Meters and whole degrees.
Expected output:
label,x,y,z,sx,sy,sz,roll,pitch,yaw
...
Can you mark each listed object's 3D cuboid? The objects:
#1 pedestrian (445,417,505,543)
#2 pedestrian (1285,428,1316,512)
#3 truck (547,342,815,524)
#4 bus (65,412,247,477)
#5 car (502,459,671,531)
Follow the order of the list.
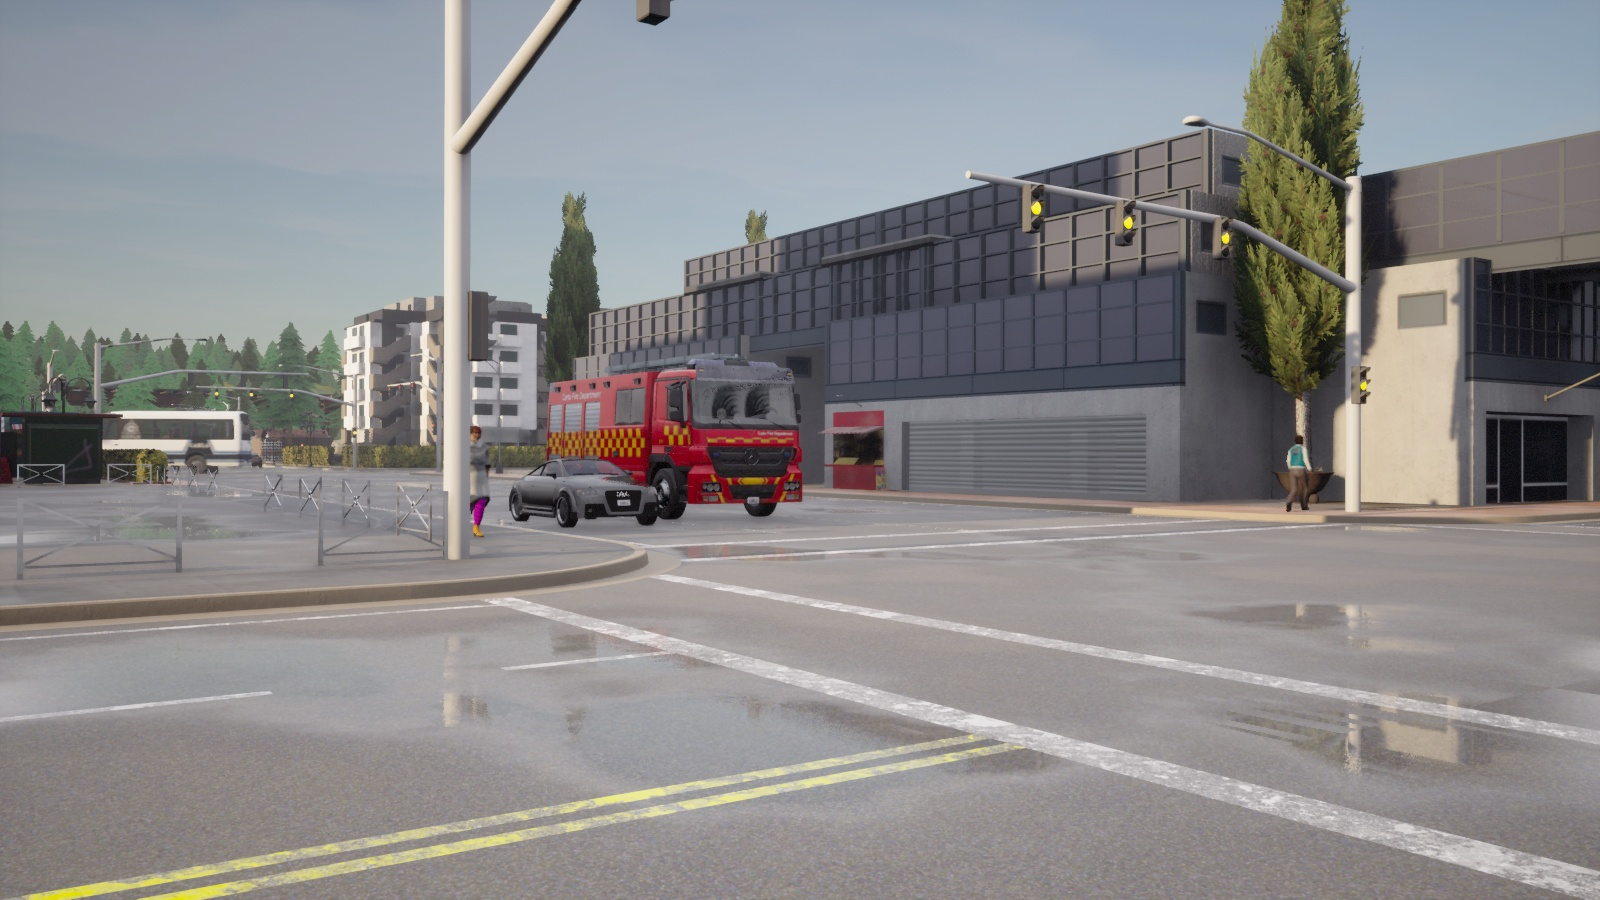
label,x,y,z,sx,sy,sz,roll,pitch,yaw
pedestrian,-5.186,0.463,20.012,0.659,1.952,0.873,0,0,-35
pedestrian,11.635,0.450,29.215,0.692,1.930,0.396,0,0,-41
truck,-3.203,-0.338,30.756,2.891,3.827,8.468,0,0,-33
bus,-43.322,-0.332,84.931,10.273,4.253,3.944,0,0,-12
car,-4.588,0.883,26.522,1.994,1.385,4.181,0,0,-34
